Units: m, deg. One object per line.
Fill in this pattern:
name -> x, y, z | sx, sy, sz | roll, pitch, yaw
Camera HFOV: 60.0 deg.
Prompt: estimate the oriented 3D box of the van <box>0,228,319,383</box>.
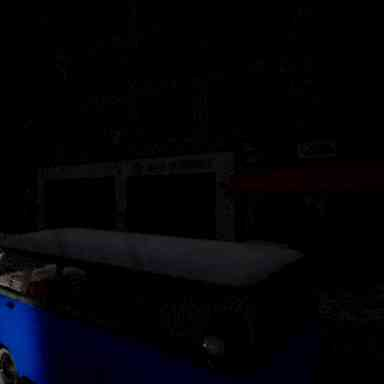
van -> -0.717, 1.360, 3.596 | 3.998, 1.788, 1.690 | -1, 0, 36
